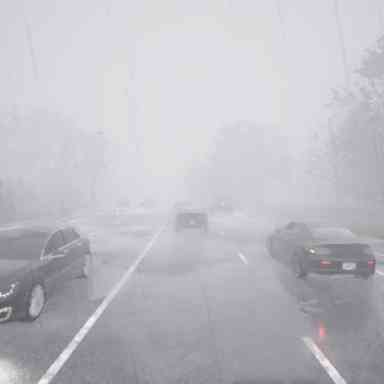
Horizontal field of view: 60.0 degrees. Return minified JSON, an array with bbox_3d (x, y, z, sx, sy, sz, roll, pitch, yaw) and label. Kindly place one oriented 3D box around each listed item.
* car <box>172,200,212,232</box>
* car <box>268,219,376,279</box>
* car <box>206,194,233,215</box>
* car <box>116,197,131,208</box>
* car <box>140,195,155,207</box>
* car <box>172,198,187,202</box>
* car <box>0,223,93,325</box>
[{"bbox_3d":[-0.065,1.481,20.320,1.882,1.535,5.008,0,0,-1],"label":"car"},{"bbox_3d":[3.586,1.527,9.912,1.812,1.442,4.674,0,0,0],"label":"car"},{"bbox_3d":[2.736,1.230,34.021,2.150,2.045,5.566,0,0,-5],"label":"car"},{"bbox_3d":[-10.190,1.478,49.567,1.882,1.535,5.008,0,0,-11],"label":"car"},{"bbox_3d":[-6.818,1.357,50.512,2.097,1.767,4.553,0,0,-12],"label":"car"},{"bbox_3d":[-1.253,1.485,38.672,1.882,1.535,5.008,0,0,-6],"label":"car"},{"bbox_3d":[-3.617,1.506,7.279,1.837,1.490,4.892,0,0,0],"label":"car"}]
